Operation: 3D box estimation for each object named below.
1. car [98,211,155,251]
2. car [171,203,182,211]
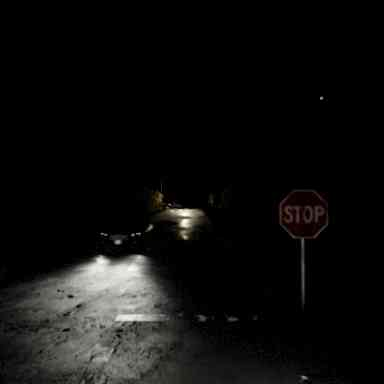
[{"bbox_3d":[-2.808,1.659,15.054,2.128,1.511,4.902,0,-1,0],"label":"car"},{"bbox_3d":[-3.003,2.775,63.134,1.812,1.442,4.674,0,-2,0],"label":"car"}]
